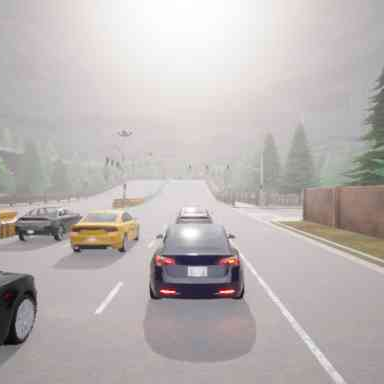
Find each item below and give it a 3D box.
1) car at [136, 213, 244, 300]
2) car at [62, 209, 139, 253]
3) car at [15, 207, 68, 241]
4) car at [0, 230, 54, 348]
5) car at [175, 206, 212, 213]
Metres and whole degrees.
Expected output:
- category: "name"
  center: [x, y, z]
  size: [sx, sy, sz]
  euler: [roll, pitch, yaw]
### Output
- category: "car"
  center: [0.100, 1.504, 8.444]
  size: [2.163, 1.488, 4.792]
  euler: [0, 0, 0]
- category: "car"
  center: [-3.401, 1.478, 13.798]
  size: [1.882, 1.535, 5.008]
  euler: [0, 0, 0]
- category: "car"
  center: [-6.902, 1.491, 16.646]
  size: [2.128, 1.511, 4.902]
  euler: [0, 0, 0]
- category: "car"
  center: [-3.399, 1.478, 3.316]
  size: [1.882, 1.535, 5.008]
  euler: [0, 0, 0]
- category: "car"
  center: [0.097, 1.492, 17.534]
  size: [2.128, 1.511, 4.902]
  euler: [0, 0, 0]
